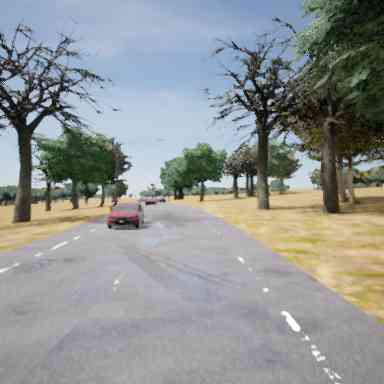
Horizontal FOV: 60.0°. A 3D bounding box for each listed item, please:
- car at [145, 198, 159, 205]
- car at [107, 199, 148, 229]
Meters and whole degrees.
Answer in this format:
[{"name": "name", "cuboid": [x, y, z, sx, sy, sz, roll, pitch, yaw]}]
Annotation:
[{"name": "car", "cuboid": [-7.702, 1.866, 62.457, 1.895, 1.301, 4.718, 0, -1, -7]}, {"name": "car", "cuboid": [-4.151, 1.426, 21.513, 1.882, 1.535, 5.008, 0, 0, -3]}]
